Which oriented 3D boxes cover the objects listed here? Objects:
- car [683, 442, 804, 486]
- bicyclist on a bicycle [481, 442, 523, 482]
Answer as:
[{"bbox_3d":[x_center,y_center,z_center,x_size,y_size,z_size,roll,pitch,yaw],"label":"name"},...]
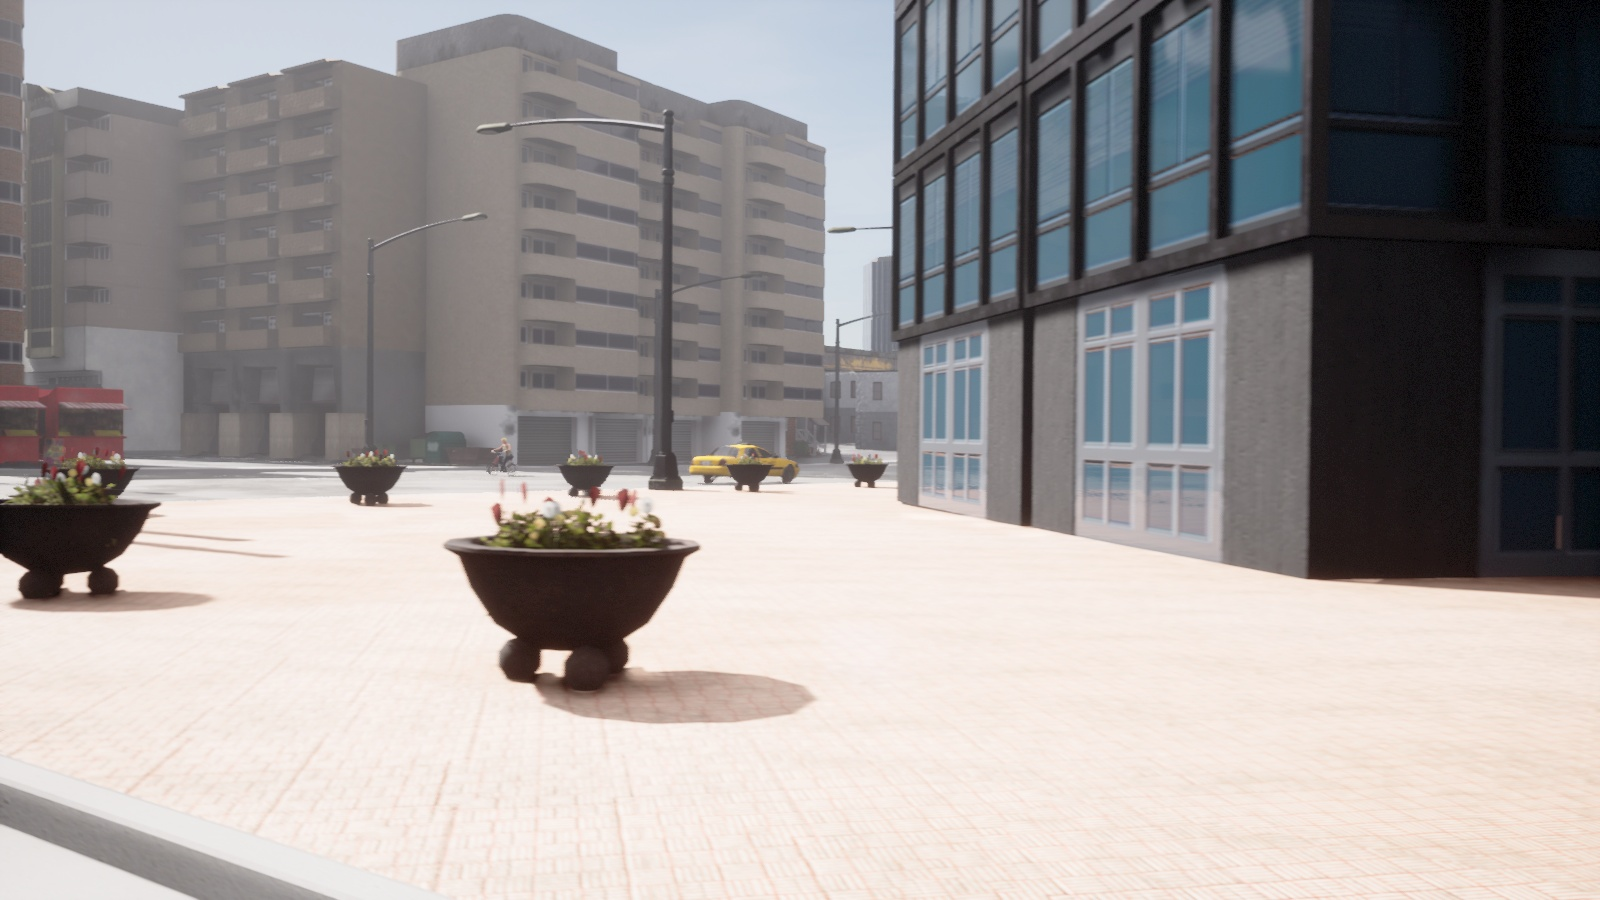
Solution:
[{"bbox_3d":[-2.058,0.497,47.763,1.801,1.575,5.366,0,0,34],"label":"car"},{"bbox_3d":[-12.206,0.499,51.452,0.866,1.612,1.509,0,0,34],"label":"bicyclist on a bicycle"}]
